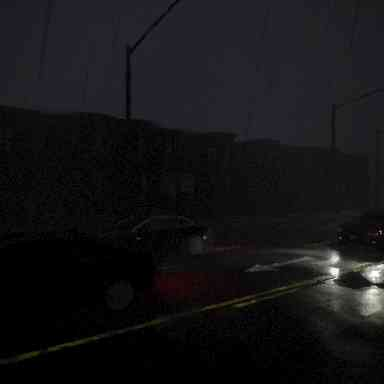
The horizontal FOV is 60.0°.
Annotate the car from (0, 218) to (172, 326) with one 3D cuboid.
[{"bbox_3d":[-3.048,1.478,6.096,5.008,1.535,1.882,0,0,-36],"label":"car"}]

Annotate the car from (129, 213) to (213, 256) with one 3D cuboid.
[{"bbox_3d":[-1.518,1.491,11.544,4.902,1.511,2.128,0,0,-36],"label":"car"}]

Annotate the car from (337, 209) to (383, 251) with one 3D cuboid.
[{"bbox_3d":[8.217,1.478,14.316,5.008,1.535,1.882,0,0,-36],"label":"car"}]
